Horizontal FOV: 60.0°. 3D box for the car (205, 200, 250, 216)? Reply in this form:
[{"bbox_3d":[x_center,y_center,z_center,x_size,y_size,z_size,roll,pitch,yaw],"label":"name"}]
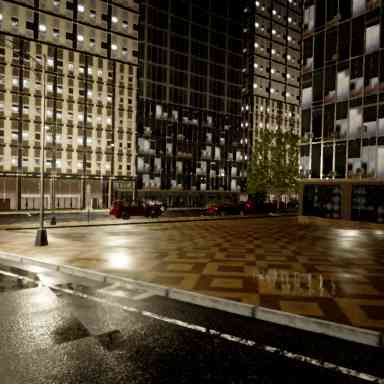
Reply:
[{"bbox_3d":[4.020,1.964,37.998,4.507,1.381,1.887,1,1,-35],"label":"car"}]

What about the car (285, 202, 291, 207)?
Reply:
[{"bbox_3d":[13.571,1.932,54.126,4.206,1.307,1.802,1,1,-35],"label":"car"}]

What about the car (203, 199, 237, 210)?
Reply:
[{"bbox_3d":[4.089,1.781,47.605,4.829,1.417,1.752,1,1,-35],"label":"car"}]

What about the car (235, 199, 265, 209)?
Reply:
[{"bbox_3d":[8.900,1.870,50.914,4.313,1.339,1.947,1,1,-35],"label":"car"}]

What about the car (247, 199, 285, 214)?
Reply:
[{"bbox_3d":[8.696,1.780,41.205,5.009,1.841,2.192,1,1,-35],"label":"car"}]

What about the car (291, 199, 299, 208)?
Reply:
[{"bbox_3d":[18.243,1.962,57.338,4.313,1.339,1.947,1,1,-35],"label":"car"}]

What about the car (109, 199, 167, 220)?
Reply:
[{"bbox_3d":[-5.317,1.642,31.570,5.009,1.841,2.192,1,1,-35],"label":"car"}]
